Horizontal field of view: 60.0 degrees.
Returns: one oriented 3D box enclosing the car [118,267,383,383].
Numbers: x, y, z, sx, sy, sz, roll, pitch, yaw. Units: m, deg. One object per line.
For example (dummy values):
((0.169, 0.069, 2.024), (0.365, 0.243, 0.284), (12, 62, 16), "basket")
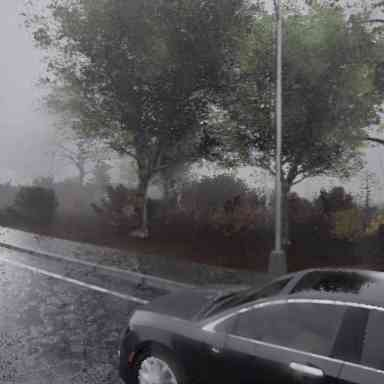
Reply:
((1.388, 1.515, 3.121), (4.892, 1.490, 1.837), (0, 0, 36), "car")
